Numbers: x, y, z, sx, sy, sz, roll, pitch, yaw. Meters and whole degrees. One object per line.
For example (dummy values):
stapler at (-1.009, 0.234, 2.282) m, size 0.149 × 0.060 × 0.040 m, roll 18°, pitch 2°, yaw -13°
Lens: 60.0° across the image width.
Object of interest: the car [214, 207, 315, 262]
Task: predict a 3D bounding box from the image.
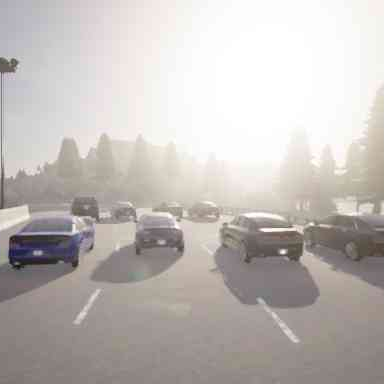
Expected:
car at (2.341, 1.527, 12.240) m, size 1.837 × 1.490 × 4.892 m, roll 0°, pitch 0°, yaw -8°

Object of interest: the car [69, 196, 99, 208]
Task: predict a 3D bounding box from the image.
car at (-9.217, 1.343, 28.459) m, size 2.150 × 2.045 × 5.566 m, roll 0°, pitch 0°, yaw -21°

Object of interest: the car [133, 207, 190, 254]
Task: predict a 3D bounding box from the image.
car at (-1.437, 1.570, 13.804) m, size 1.812 × 1.442 × 4.674 m, roll 0°, pitch 0°, yaw -10°

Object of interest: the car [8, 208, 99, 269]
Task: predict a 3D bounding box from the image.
car at (-4.596, 1.532, 11.574) m, size 1.882 × 1.535 × 5.008 m, roll 0°, pitch 0°, yaw -9°

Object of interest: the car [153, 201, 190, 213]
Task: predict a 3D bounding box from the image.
car at (-2.245, 1.583, 29.594) m, size 2.128 × 1.511 × 4.902 m, roll 0°, pitch 0°, yaw -20°

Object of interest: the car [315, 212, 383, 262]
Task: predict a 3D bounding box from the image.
car at (5.855, 1.510, 12.265) m, size 1.837 × 1.490 × 4.892 m, roll 0°, pitch 0°, yaw -8°

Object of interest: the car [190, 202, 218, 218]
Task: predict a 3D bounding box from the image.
car at (1.071, 1.604, 30.723) m, size 1.812 × 1.442 × 4.674 m, roll 0°, pitch 0°, yaw -20°

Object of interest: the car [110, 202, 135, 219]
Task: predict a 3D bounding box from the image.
car at (-6.279, 1.638, 30.387) m, size 1.812 × 1.442 × 4.674 m, roll 0°, pitch 0°, yaw -22°
